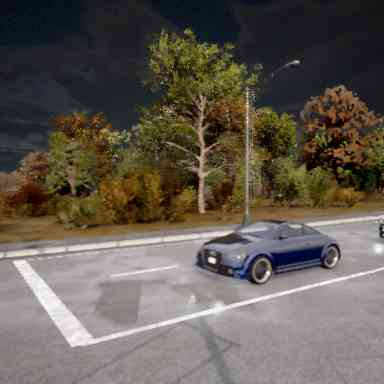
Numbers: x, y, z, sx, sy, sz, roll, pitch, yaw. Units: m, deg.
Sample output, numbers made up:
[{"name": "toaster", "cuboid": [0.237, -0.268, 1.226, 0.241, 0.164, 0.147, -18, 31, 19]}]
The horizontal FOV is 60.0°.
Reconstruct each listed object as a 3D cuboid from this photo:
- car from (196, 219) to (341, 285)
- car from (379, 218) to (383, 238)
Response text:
[{"name": "car", "cuboid": [2.207, 1.494, 9.339, 4.181, 1.385, 1.994, -1, 1, -31]}, {"name": "car", "cuboid": [9.861, 1.078, 13.681, 4.553, 1.767, 2.097, -2, 1, -27]}]
